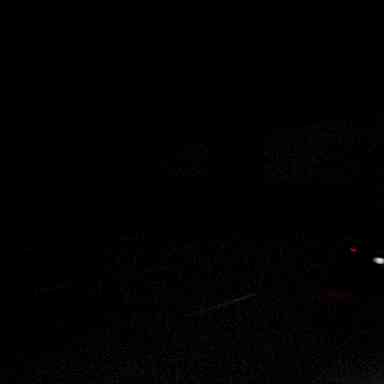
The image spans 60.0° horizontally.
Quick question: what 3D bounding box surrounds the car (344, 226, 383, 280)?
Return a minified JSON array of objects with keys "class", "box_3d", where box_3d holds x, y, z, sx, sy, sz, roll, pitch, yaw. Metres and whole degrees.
[{"class":"car","box_3d":[5.999,1.628,9.299,4.181,1.385,1.994,0,-1,-42]}]
